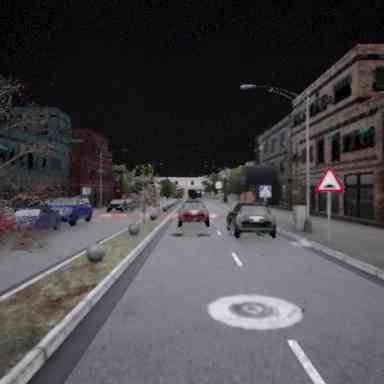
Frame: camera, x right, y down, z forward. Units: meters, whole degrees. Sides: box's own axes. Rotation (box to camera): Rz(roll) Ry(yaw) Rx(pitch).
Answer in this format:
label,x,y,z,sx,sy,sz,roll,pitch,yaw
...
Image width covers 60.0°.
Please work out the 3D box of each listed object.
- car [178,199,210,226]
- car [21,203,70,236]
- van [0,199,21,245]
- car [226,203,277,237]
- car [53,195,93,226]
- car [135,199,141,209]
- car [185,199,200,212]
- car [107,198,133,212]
label,x,y,z,sx,sy,sz,roll,pitch,yaw
car,0.124,1.403,23.808,2.097,1.767,4.553,0,0,0
car,-8.857,1.552,18.585,2.002,1.452,4.674,0,0,0
van,-8.838,1.271,12.943,1.878,1.987,4.442,0,0,0
car,3.118,1.374,18.260,2.097,1.767,4.553,1,0,0
car,-8.877,1.283,24.073,2.435,2.045,5.566,0,0,0
car,-8.955,1.638,46.070,2.231,1.521,4.892,0,0,0
car,0.111,1.640,42.632,1.837,1.490,4.892,0,0,0
car,-8.936,1.642,40.512,2.163,1.488,4.792,0,0,0
